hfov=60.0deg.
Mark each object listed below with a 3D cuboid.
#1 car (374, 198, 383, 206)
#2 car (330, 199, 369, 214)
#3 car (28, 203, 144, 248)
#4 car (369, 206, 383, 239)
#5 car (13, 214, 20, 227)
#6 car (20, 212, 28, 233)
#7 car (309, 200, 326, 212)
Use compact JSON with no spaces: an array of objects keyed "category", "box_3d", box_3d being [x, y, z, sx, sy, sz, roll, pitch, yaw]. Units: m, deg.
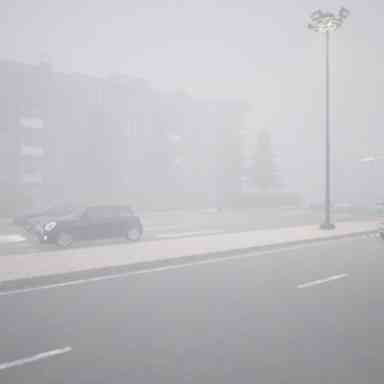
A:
[{"category":"car","box_3d":[19.974,1.146,32.413,5.566,2.045,2.150,0,0,-36]},{"category":"car","box_3d":[16.356,1.452,34.119,4.674,1.442,1.812,0,0,-36]},{"category":"car","box_3d":[-4.521,1.341,14.874,4.553,1.767,2.097,0,0,-35]},{"category":"car","box_3d":[10.527,1.487,15.583,4.674,1.442,1.812,0,0,-35]},{"category":"car","box_3d":[-8.333,1.466,20.751,5.008,1.535,1.882,0,0,-35]},{"category":"car","box_3d":[-6.536,1.553,17.739,4.181,1.385,1.994,0,0,-36]},{"category":"car","box_3d":[15.295,1.525,37.668,4.718,1.301,1.895,0,0,-36]}]
